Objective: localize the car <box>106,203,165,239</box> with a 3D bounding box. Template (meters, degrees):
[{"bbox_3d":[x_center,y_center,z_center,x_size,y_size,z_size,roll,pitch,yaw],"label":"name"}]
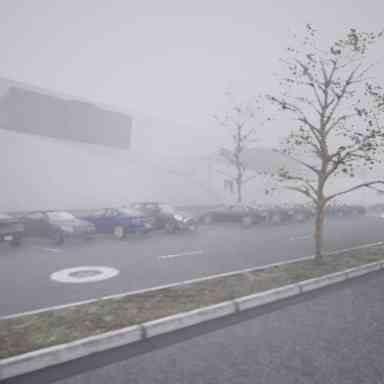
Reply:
[{"bbox_3d":[-4.169,1.509,17.444,5.008,1.535,2.097,-1,0,33],"label":"car"}]

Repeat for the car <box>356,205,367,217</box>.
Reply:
[{"bbox_3d":[14.163,1.560,32.375,5.008,1.535,2.097,-1,-1,30],"label":"car"}]

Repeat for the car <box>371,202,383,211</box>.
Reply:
[{"bbox_3d":[25.468,1.717,42.038,5.008,1.535,2.097,0,-1,29],"label":"car"}]

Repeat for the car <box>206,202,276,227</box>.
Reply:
[{"bbox_3d":[2.820,1.517,22.885,4.892,1.521,2.231,-1,0,32],"label":"car"}]

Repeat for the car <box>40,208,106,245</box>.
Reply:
[{"bbox_3d":[-6.535,1.550,15.681,4.674,1.452,2.002,-1,-1,34],"label":"car"}]

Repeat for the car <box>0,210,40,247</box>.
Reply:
[{"bbox_3d":[-8.913,1.512,13.921,4.892,1.521,2.231,-1,-1,34],"label":"car"}]

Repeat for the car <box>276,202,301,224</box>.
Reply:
[{"bbox_3d":[5.117,1.522,24.744,4.892,1.521,2.231,-1,0,31],"label":"car"}]

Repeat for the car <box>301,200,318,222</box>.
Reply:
[{"bbox_3d":[7.401,1.528,26.626,4.892,1.521,2.231,-1,0,31],"label":"car"}]

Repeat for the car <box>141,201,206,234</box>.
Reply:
[{"bbox_3d":[-1.852,1.385,19.261,4.553,1.767,2.185,-1,-1,33],"label":"car"}]

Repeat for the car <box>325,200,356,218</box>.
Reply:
[{"bbox_3d":[11.911,1.546,30.451,5.008,1.535,2.097,-1,-1,30],"label":"car"}]
